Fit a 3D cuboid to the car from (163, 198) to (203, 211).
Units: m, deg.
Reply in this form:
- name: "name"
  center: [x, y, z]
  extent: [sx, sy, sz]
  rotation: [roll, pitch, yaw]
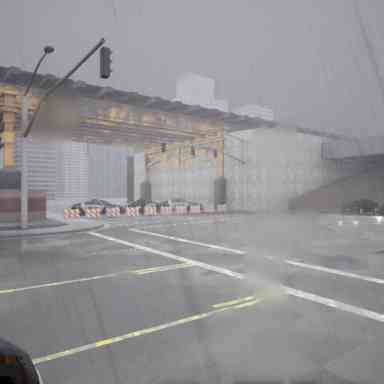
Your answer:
- name: "car"
  center: [-1.360, 1.295, 38.571]
  extent: [4.536, 1.218, 1.853]
  rotation: [0, 0, -7]

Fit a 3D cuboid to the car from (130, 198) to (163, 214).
- name: "car"
  center: [-5.210, 1.453, 34.810]
  extent: [2.038, 1.542, 4.974]
  rotation: [0, 0, 18]

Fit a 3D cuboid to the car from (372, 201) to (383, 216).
- name: "car"
  center: [19.839, 1.547, 32.000]
  extent: [5.357, 1.411, 2.033]
  rotation: [0, 0, -37]

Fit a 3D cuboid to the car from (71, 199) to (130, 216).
- name: "car"
  center: [-8.949, 1.453, 32.116]
  extent: [4.974, 1.542, 2.038]
  rotation: [0, 0, 8]

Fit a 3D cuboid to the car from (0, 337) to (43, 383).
- name: "car"
  center: [-3.274, 1.492, 1.436]
  extent: [4.902, 1.511, 2.128]
  rotation: [0, 0, -35]

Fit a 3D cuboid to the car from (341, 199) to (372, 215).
- name: "car"
  center: [17.480, 1.478, 34.601]
  extent: [5.008, 1.535, 1.882]
  rotation: [0, 0, -37]

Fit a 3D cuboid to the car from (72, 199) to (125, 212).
- name: "car"
  center: [-9.001, 1.295, 32.123]
  extent: [4.536, 1.218, 1.853]
  rotation: [0, 0, 8]

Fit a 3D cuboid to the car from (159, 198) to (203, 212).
- name: "car"
  center: [-1.308, 1.453, 38.578]
  extent: [4.974, 1.542, 2.038]
  rotation: [0, 0, -7]

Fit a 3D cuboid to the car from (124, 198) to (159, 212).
- name: "car"
  center: [-5.195, 1.295, 34.859]
  extent: [1.853, 1.218, 4.536]
  rotation: [0, 0, 18]
